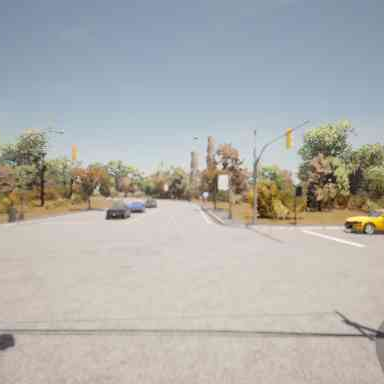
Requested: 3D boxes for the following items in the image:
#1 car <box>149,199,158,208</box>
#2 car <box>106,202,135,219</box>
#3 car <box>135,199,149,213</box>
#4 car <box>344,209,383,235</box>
[{"bbox_3d":[-7.550,2.002,61.038,2.097,1.767,4.553,0,0,0],"label":"car"},{"bbox_3d":[-7.403,1.921,33.967,1.882,1.535,5.008,0,-1,-1],"label":"car"},{"bbox_3d":[-7.491,2.062,45.256,1.882,1.535,5.008,0,0,-1],"label":"car"},{"bbox_3d":[12.196,1.814,20.960,5.008,1.535,1.882,0,-1,-4],"label":"car"}]
